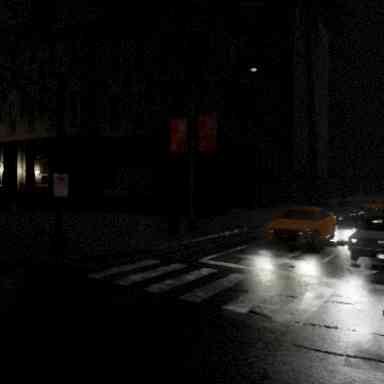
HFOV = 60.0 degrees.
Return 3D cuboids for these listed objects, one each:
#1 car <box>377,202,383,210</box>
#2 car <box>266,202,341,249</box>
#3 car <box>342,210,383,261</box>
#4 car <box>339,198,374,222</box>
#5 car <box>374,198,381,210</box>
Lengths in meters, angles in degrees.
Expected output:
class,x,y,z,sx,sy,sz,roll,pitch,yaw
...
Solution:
class,x,y,z,sx,sy,sz,roll,pitch,yaw
car,11.903,1.420,18.748,1.812,1.442,4.674,0,0,35
car,4.847,1.380,14.417,1.882,1.535,5.008,0,0,34
car,6.657,1.522,11.321,1.895,1.301,4.718,0,0,35
car,10.584,1.364,22.533,2.128,1.511,4.902,0,0,35
car,16.494,1.325,30.881,1.882,1.535,5.008,0,0,35
